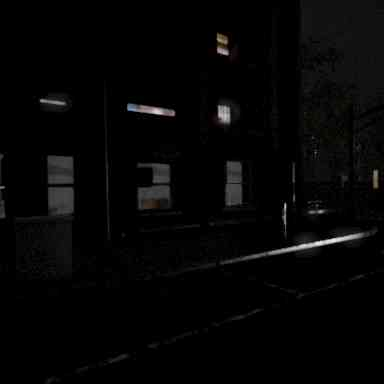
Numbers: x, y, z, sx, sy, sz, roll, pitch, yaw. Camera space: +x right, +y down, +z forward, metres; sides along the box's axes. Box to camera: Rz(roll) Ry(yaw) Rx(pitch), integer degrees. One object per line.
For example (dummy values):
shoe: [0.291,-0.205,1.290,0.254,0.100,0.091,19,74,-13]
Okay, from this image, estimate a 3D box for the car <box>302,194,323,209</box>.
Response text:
car: [8.123,0.615,27.854,2.033,1.411,5.357,-2,2,-36]
